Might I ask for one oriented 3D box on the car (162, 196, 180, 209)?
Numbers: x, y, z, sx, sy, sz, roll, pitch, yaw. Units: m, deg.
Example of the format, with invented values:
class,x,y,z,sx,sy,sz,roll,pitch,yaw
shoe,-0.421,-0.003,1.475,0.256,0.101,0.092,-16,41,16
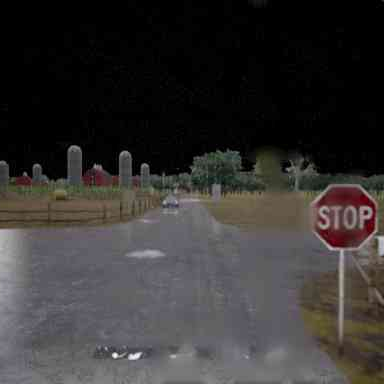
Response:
class,x,y,z,sx,sy,sz,roll,pitch,yaw
car,-2.770,1.291,44.694,2.097,1.767,4.553,0,0,0
